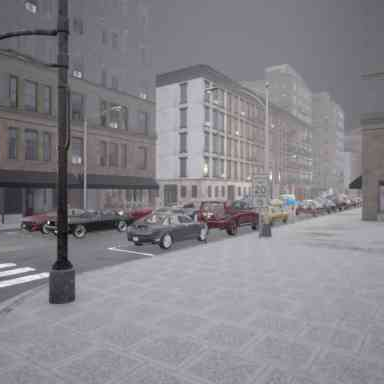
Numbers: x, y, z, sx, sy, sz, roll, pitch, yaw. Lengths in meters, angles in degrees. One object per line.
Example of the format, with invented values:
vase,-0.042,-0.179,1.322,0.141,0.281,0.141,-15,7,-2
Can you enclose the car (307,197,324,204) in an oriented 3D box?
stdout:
car,23.630,1.571,63.461,1.947,1.339,4.313,0,0,35

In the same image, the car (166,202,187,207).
car,0.430,1.505,26.041,1.837,1.490,4.892,0,0,35

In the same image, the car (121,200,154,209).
car,-4.364,1.426,23.629,1.967,1.590,4.097,0,0,35

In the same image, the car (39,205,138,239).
car,-5.329,1.598,17.843,1.895,1.301,4.718,0,0,32

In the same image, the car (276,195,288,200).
car,11.090,1.521,45.619,1.752,1.417,4.829,0,0,35

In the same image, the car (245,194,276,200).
car,6.403,1.225,34.512,2.150,2.045,5.566,0,0,35

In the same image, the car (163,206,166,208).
car,-1.253,1.538,28.056,2.008,1.369,4.403,0,0,35

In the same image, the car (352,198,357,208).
car,20.864,1.620,45.569,1.802,1.307,4.206,0,0,35

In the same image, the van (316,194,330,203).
van,26.741,1.348,67.886,1.690,1.788,3.998,0,0,35

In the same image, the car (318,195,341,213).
car,14.643,1.473,36.717,1.967,1.590,4.097,0,0,35

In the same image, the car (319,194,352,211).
car,17.754,1.350,41.143,2.192,1.841,5.009,0,0,35

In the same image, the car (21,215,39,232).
car,-7.474,1.529,19.204,1.887,1.381,4.507,0,0,35

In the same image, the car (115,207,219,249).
car,-0.909,1.575,14.590,2.008,1.369,4.403,0,0,35

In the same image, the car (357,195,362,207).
car,23.974,1.606,49.995,1.947,1.339,4.313,0,0,35

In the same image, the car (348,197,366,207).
car,27.085,1.593,54.421,2.008,1.369,4.403,0,0,35

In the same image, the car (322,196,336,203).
car,29.851,1.554,72.313,1.887,1.381,4.507,0,0,35

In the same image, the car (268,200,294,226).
car,5.410,1.553,23.580,1.752,1.417,4.829,0,0,35

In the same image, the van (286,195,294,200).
van,14.299,1.339,50.183,1.690,1.788,3.998,0,0,35

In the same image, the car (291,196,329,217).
car,11.533,1.471,32.292,1.967,1.590,4.097,0,0,35

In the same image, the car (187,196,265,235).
car,2.202,1.341,19.014,2.192,1.841,5.009,0,0,35

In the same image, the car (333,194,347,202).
car,36.073,1.326,81.164,2.192,1.841,5.009,0,0,35

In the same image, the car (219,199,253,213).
car,4.967,1.536,36.907,1.887,1.381,4.507,0,0,35

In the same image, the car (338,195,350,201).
car,39.182,1.556,85.590,1.887,1.381,4.507,0,0,35
